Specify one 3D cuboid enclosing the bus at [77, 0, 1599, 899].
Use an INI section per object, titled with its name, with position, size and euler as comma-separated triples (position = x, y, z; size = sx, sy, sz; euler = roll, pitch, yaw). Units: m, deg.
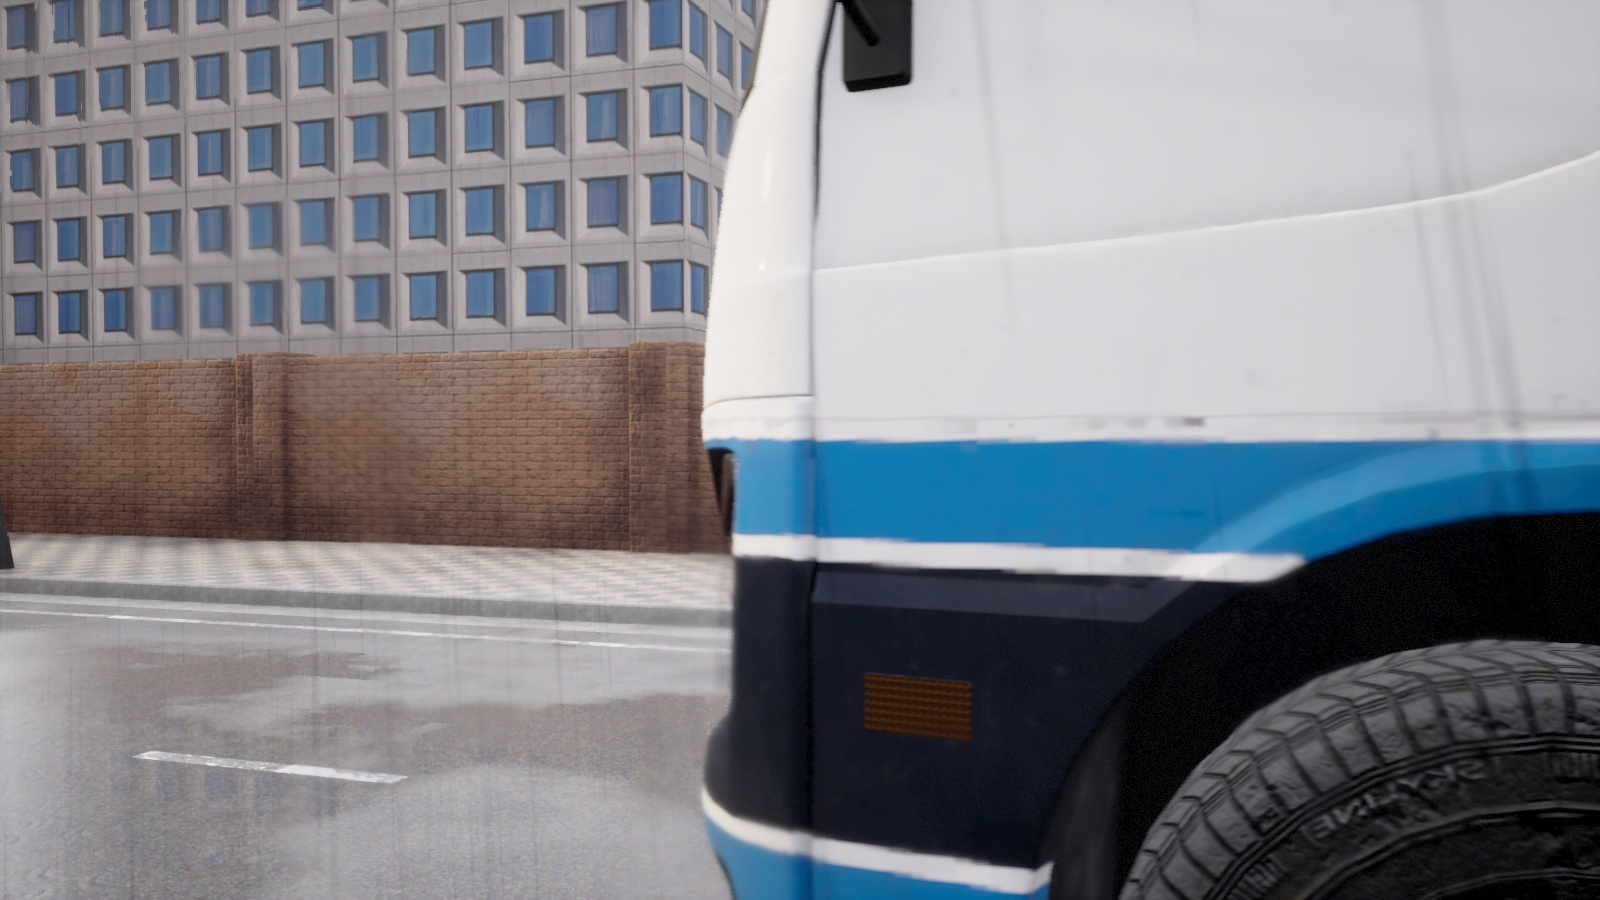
[bus]
position = 4.271, -0.560, 1.619
size = 10.273, 4.253, 3.944
euler = 1, 1, 26
